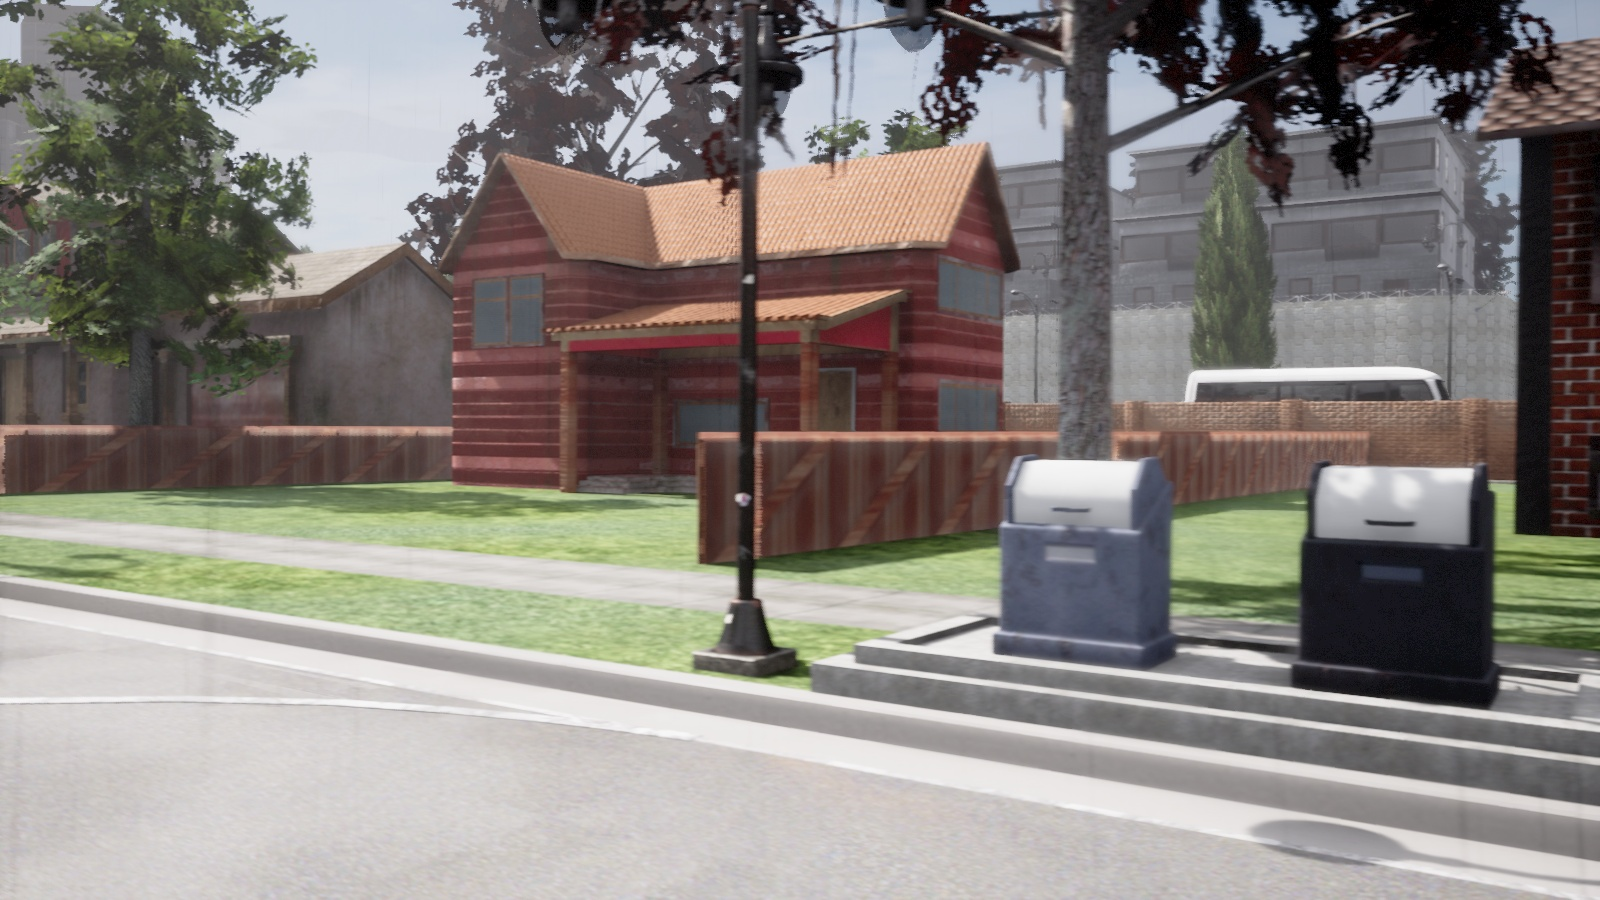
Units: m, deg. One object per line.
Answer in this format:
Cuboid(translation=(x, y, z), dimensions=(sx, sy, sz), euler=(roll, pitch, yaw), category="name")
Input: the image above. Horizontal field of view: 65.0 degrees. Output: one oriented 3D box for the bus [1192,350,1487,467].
Cuboid(translation=(21.310, -1.522, 49.889), dimensions=(10.273, 4.253, 3.944), euler=(0, 1, 32), category="bus")
